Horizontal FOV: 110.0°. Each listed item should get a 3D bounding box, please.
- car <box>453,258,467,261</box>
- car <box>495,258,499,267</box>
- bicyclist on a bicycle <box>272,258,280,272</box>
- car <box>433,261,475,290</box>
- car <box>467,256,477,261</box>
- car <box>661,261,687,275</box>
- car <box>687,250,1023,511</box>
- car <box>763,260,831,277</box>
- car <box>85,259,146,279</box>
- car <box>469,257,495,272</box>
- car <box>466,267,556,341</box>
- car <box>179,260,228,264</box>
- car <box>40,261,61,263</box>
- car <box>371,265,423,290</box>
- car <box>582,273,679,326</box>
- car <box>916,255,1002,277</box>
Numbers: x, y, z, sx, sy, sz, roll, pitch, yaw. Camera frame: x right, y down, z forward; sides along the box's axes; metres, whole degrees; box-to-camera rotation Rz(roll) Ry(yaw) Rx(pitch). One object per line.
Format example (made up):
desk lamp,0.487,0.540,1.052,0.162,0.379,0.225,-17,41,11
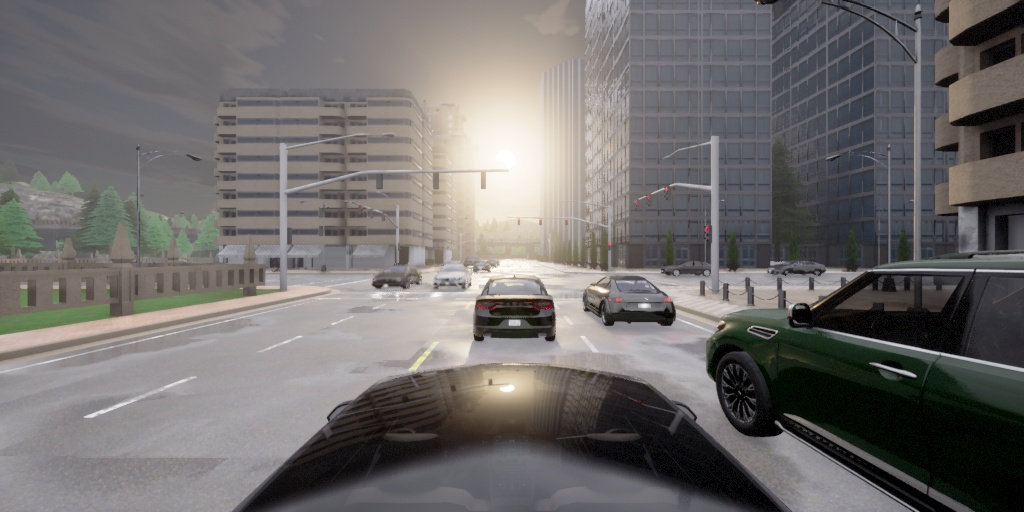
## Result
car,-7.102,1.276,44.450,1.812,1.442,4.674,0,0,0
car,-3.586,1.255,60.278,1.837,1.490,4.892,0,0,0
bicyclist on a bicycle,-26.084,0.995,39.847,0.582,1.620,1.656,0,0,7
car,-3.606,1.254,22.278,1.812,1.442,4.674,0,0,0
car,-7.078,0.968,63.426,2.150,2.045,5.566,0,0,0
car,16.974,1.199,34.665,4.892,1.490,1.837,0,0,0
car,3.601,0.971,2.309,2.150,2.045,5.566,0,0,0
car,27.388,1.186,34.603,4.902,1.511,2.128,0,0,0
car,-32.678,1.220,29.220,4.674,1.442,1.812,0,0,15
car,-3.603,1.241,43.875,2.128,1.511,4.902,0,0,0
car,0.068,1.228,9.885,1.882,1.535,5.008,0,0,0
car,-22.880,1.220,27.922,4.674,1.442,1.812,0,0,4
car,-42.921,1.220,33.372,4.674,1.442,1.812,0,0,31
car,-7.104,1.286,22.840,2.033,1.411,5.357,0,0,0
car,3.577,1.314,11.663,1.994,1.385,4.181,0,0,0
car,42.864,0.916,34.504,5.566,2.045,2.150,0,0,1
